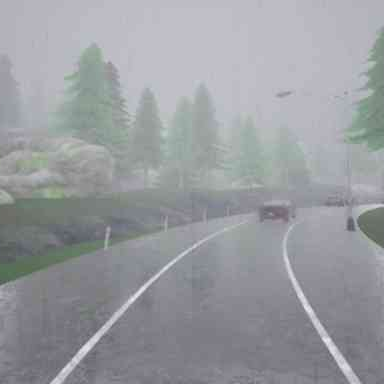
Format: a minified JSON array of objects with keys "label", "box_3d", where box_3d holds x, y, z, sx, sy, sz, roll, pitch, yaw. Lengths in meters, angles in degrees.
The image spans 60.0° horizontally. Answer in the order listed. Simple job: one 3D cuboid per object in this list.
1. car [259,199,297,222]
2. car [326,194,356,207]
[{"label":"car","box_3d":[6.166,1.245,23.673,1.882,1.535,5.008,-3,0,26]},{"label":"car","box_3d":[17.336,0.969,38.600,4.902,1.511,2.128,-1,-3,-44]}]
